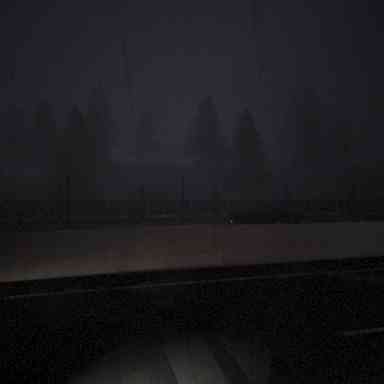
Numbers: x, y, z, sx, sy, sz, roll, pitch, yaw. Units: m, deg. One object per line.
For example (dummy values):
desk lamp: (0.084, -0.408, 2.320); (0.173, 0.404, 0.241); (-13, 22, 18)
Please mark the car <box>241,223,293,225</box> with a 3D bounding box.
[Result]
car: (4.702, 1.575, 21.873); (4.718, 1.301, 1.895); (0, 0, -11)
